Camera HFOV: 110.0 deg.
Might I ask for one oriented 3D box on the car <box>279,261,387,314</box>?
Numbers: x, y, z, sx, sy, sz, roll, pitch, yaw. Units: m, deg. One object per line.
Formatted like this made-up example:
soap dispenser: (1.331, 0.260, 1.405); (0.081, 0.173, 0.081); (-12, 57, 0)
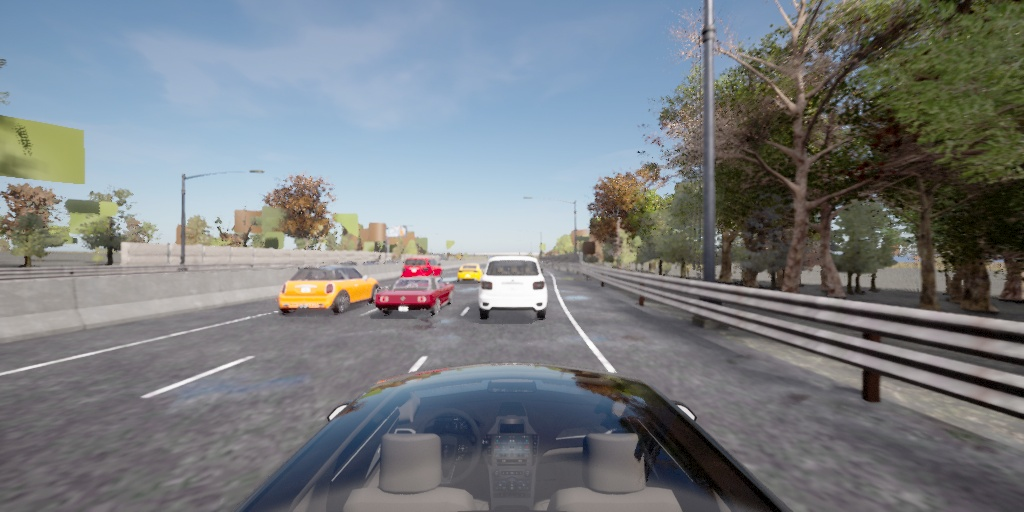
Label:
car: (-6.950, 1.178, 14.244); (2.097, 1.767, 4.553); (0, 0, 1)

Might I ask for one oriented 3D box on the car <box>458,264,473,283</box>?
car: (-3.435, 1.408, 30.570); (1.882, 1.535, 5.008); (0, 0, 0)

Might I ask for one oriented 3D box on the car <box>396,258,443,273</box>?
car: (-6.954, 1.138, 28.214); (2.150, 2.045, 5.566); (0, 0, 1)

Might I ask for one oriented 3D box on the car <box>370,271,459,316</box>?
car: (-3.455, 1.423, 13.727); (1.895, 1.301, 4.718); (0, 0, 1)

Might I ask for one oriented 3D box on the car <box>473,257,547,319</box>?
car: (0.041, 1.042, 13.205); (2.150, 2.045, 5.566); (0, 0, 1)
